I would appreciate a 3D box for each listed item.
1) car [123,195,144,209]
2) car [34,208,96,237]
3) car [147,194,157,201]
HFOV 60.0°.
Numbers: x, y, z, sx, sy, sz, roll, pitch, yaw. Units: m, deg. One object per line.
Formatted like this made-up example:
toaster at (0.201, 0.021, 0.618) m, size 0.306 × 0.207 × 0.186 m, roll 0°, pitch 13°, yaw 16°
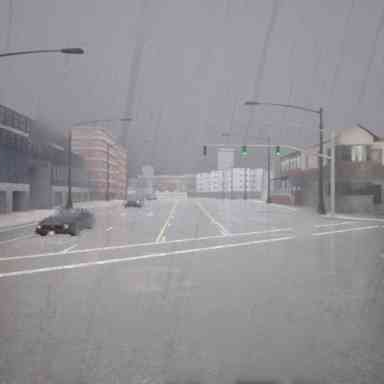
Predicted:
car at (-7.502, 1.211, 43.030) m, size 2.097 × 1.767 × 4.553 m, roll 0°, pitch 1°, yaw -2°
car at (-6.847, 1.597, 18.706) m, size 2.033 × 1.411 × 5.357 m, roll 0°, pitch 0°, yaw -2°
car at (-8.181, 1.063, 68.076) m, size 2.128 × 1.511 × 4.902 m, roll 0°, pitch 0°, yaw -2°
